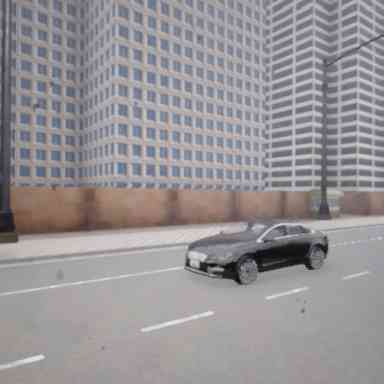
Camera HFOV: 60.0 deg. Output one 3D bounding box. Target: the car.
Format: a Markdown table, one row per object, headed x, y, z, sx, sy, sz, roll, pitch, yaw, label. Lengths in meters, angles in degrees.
| x | y | z | sx | sy | sz | roll | pitch | yaw | label |
| --- | --- | --- | --- | --- | --- | --- | --- | --- | --- |
| 2.057 | 1.566 | 9.780 | 4.902 | 1.511 | 2.128 | 1 | 0 | -36 | car |
